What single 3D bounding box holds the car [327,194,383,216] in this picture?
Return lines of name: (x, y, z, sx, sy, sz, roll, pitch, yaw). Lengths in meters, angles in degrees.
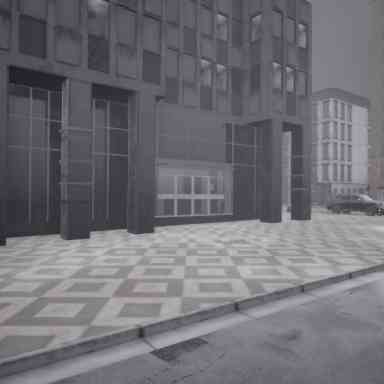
car: (15.796, 1.189, 31.886, 2.150, 2.045, 5.566, 1, 0, -36)
